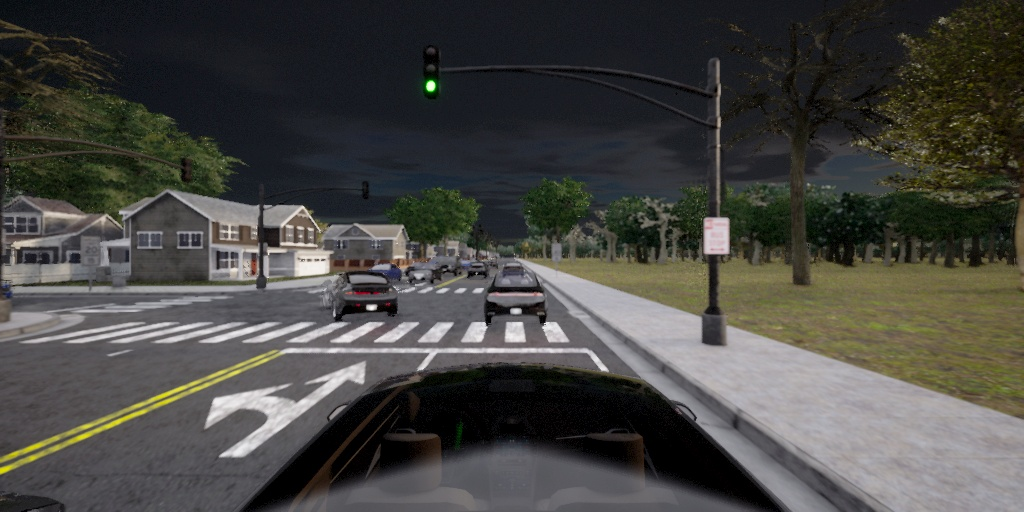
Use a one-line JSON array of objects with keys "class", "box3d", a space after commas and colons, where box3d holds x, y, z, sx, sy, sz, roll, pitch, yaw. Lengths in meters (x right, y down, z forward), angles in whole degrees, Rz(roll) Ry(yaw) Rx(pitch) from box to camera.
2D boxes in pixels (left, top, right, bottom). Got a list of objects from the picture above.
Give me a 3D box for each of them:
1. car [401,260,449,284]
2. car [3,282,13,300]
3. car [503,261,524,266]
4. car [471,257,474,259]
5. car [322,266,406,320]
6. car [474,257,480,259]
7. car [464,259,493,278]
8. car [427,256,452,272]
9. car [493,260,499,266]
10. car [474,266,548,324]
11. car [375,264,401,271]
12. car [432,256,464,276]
[{"class": "car", "box3d": [-6.582, 1.279, 27.816, 2.128, 1.511, 4.902, 0, 0, 0]}, {"class": "car", "box3d": [-22.739, 1.279, 13.942, 5.008, 1.535, 1.882, 0, 0, 0]}, {"class": "car", "box3d": [0.122, 1.271, 34.351, 1.882, 1.535, 5.008, 0, 0, 0]}, {"class": "car", "box3d": [-6.519, 1.283, 48.061, 1.882, 1.535, 5.008, 0, 0, 0]}, {"class": "car", "box3d": [-5.468, 1.276, 12.840, 1.837, 1.490, 4.892, 2, -1, -31]}, {"class": "car", "box3d": [-6.460, 0.999, 63.339, 2.128, 1.511, 4.902, 0, 0, 0]}, {"class": "car", "box3d": [-3.129, 1.298, 34.311, 1.837, 1.490, 4.892, 0, 0, 0]}, {"class": "car", "box3d": [-9.756, 1.028, 48.812, 2.150, 2.045, 5.566, 0, 0, 1]}, {"class": "car", "box3d": [-3.201, 1.323, 59.730, 1.837, 1.490, 4.892, 0, 0, 0]}, {"class": "car", "box3d": [0.110, 1.260, 11.989, 2.128, 1.511, 4.902, 0, 0, 0]}, {"class": "car", "box3d": [-9.834, 1.313, 27.569, 1.812, 1.442, 4.674, 0, 0, 0]}, {"class": "car", "box3d": [-6.583, 1.018, 37.822, 2.150, 2.045, 5.566, 0, 0, -1]}]
